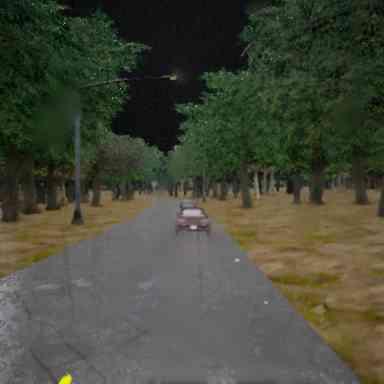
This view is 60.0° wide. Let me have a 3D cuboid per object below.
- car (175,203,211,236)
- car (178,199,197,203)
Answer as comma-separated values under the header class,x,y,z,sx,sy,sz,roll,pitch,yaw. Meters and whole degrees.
class,x,y,z,sx,sy,sz,roll,pitch,yaw
car,0.052,1.559,18.633,1.812,1.442,4.674,0,0,-1
car,-0.500,1.542,37.816,2.128,1.511,4.902,0,0,-3
